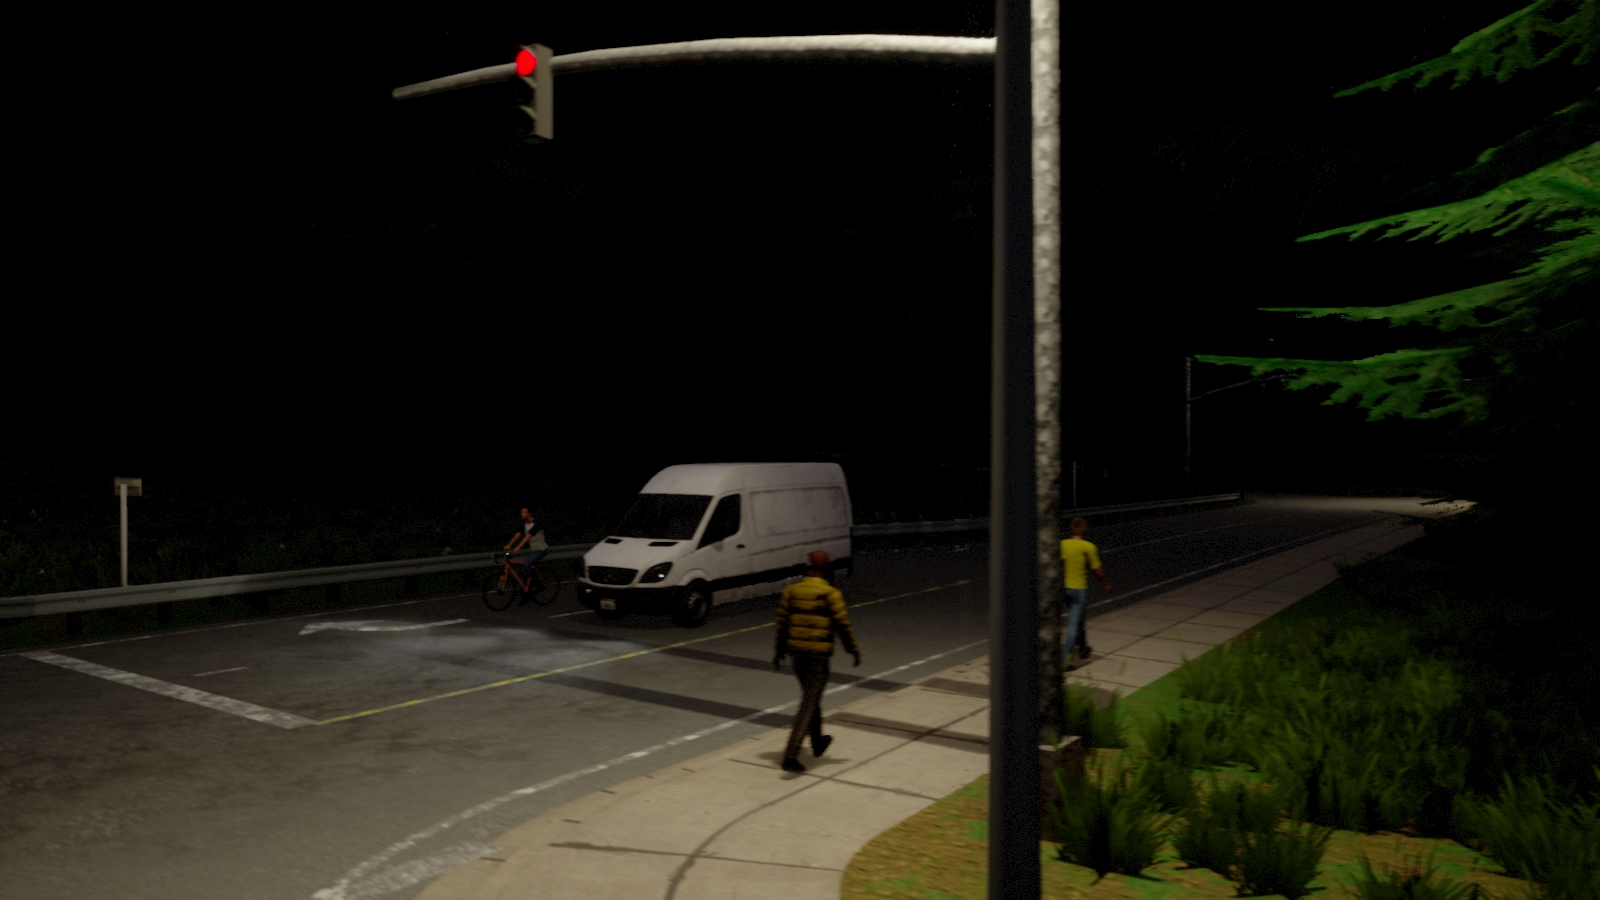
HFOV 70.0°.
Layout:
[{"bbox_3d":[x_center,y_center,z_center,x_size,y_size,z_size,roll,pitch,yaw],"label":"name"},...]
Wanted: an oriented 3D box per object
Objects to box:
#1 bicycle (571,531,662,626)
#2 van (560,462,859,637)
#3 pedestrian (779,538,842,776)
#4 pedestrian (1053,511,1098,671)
[{"bbox_3d":[-2.999,2.086,18.838,0.373,1.396,1.643,0,0,39],"label":"bicycle"},{"bbox_3d":[-1.340,1.514,20.034,1.988,2.561,5.915,0,0,34],"label":"van"},{"bbox_3d":[0.085,1.672,9.393,0.375,1.860,0.375,0,0,34],"label":"pedestrian"},{"bbox_3d":[3.299,1.672,13.692,0.375,1.860,0.375,0,0,45],"label":"pedestrian"}]
